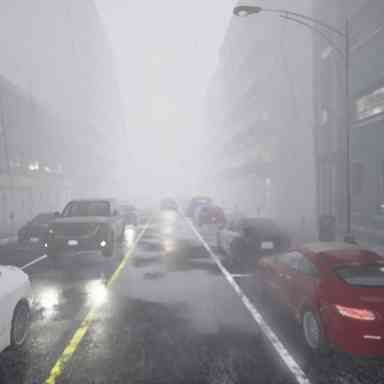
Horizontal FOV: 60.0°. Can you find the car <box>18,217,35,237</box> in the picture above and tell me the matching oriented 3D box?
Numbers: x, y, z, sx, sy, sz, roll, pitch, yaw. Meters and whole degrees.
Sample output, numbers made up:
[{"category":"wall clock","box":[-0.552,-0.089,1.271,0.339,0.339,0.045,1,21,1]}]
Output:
[{"category":"car","box":[-6.816,1.648,16.233,1.947,1.339,4.313,-1,0,-4]}]

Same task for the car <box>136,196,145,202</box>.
[{"category":"car","box":[-10.045,1.617,60.132,1.752,1.417,4.829,-1,0,-4]}]

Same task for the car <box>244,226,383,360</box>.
[{"category":"car","box":[2.353,1.539,5.818,1.802,1.307,4.206,-1,0,-4]}]

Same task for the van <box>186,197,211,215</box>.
[{"category":"van","box":[0.727,1.297,27.851,1.690,1.788,3.998,-1,0,-4]}]

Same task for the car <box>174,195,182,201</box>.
[{"category":"car","box":[-3.724,1.531,88.445,2.008,1.369,4.403,-1,0,-4]}]

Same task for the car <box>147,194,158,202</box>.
[{"category":"car","box":[-8.266,1.196,72.647,1.812,1.442,4.674,-1,0,-4]}]

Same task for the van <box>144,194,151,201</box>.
[{"category":"van","box":[-12.492,1.452,93.353,1.690,1.788,3.998,-1,0,-4]}]

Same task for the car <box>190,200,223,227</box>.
[{"category":"car","box":[1.137,1.501,22.343,1.887,1.381,4.507,-1,0,-4]}]

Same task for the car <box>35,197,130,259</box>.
[{"category":"car","box":[-4.011,1.265,13.352,2.150,2.045,5.566,-1,0,-4]}]

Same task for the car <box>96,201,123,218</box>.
[{"category":"car","box":[-8.031,1.628,32.759,1.887,1.381,4.507,-1,0,-4]}]

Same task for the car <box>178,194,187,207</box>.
[{"category":"car","box":[-0.902,1.486,50.055,1.752,1.417,4.829,-1,0,-4]}]

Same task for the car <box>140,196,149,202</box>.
[{"category":"car","box":[-11.677,1.648,82.336,1.887,1.381,4.507,-1,0,-4]}]

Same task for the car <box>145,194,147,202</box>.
[{"category":"car","box":[-11.271,1.666,76.827,1.947,1.339,4.313,-1,0,-4]}]

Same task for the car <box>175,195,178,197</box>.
[{"category":"car","box":[-3.319,1.505,47.645,1.837,1.490,4.892,-1,0,-4]}]

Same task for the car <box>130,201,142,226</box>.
[{"category":"car","box":[-4.724,1.607,23.366,1.994,1.385,4.181,-1,0,-4]}]

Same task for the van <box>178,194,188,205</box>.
[{"category":"van","box":[-1.704,1.306,60.904,1.690,1.788,3.998,-1,0,-4]}]

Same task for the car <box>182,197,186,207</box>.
[{"category":"car","box":[0.327,1.523,33.361,1.947,1.339,4.313,-1,0,-4]}]

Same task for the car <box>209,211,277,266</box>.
[{"category":"car","box":[1.948,1.522,11.326,1.947,1.339,4.313,-1,0,-4]}]

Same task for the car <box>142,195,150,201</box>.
[{"category":"car","box":[-12.082,1.651,87.845,1.887,1.381,4.507,-1,0,-4]}]

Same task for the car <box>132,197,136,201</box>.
[{"category":"car","box":[-8.841,1.668,43.776,1.802,1.307,4.206,-1,0,-4]}]

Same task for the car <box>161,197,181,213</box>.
[{"category":"car","box":[-2.541,1.597,37.170,1.895,1.301,4.718,-1,0,-4]}]

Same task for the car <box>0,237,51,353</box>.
[{"category":"car","box":[-3.267,1.570,3.491,1.812,1.442,4.674,-1,0,-5]}]

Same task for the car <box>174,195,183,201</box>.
[{"category":"car","box":[-3.319,1.527,82.937,2.008,1.369,4.403,-1,0,-4]}]
